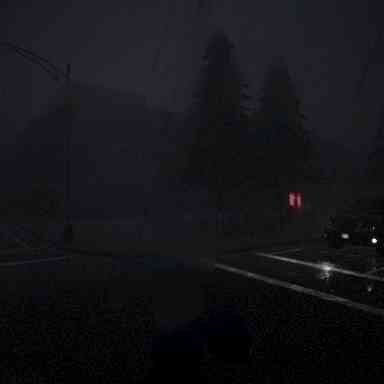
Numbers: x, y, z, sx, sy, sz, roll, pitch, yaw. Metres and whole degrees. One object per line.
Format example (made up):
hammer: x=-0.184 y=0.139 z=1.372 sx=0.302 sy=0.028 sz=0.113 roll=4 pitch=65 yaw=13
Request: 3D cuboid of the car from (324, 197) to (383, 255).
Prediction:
car: x=7.779 y=1.248 z=13.701 sx=5.566 sy=2.045 sz=2.150 roll=0 pitch=0 yaw=-36
